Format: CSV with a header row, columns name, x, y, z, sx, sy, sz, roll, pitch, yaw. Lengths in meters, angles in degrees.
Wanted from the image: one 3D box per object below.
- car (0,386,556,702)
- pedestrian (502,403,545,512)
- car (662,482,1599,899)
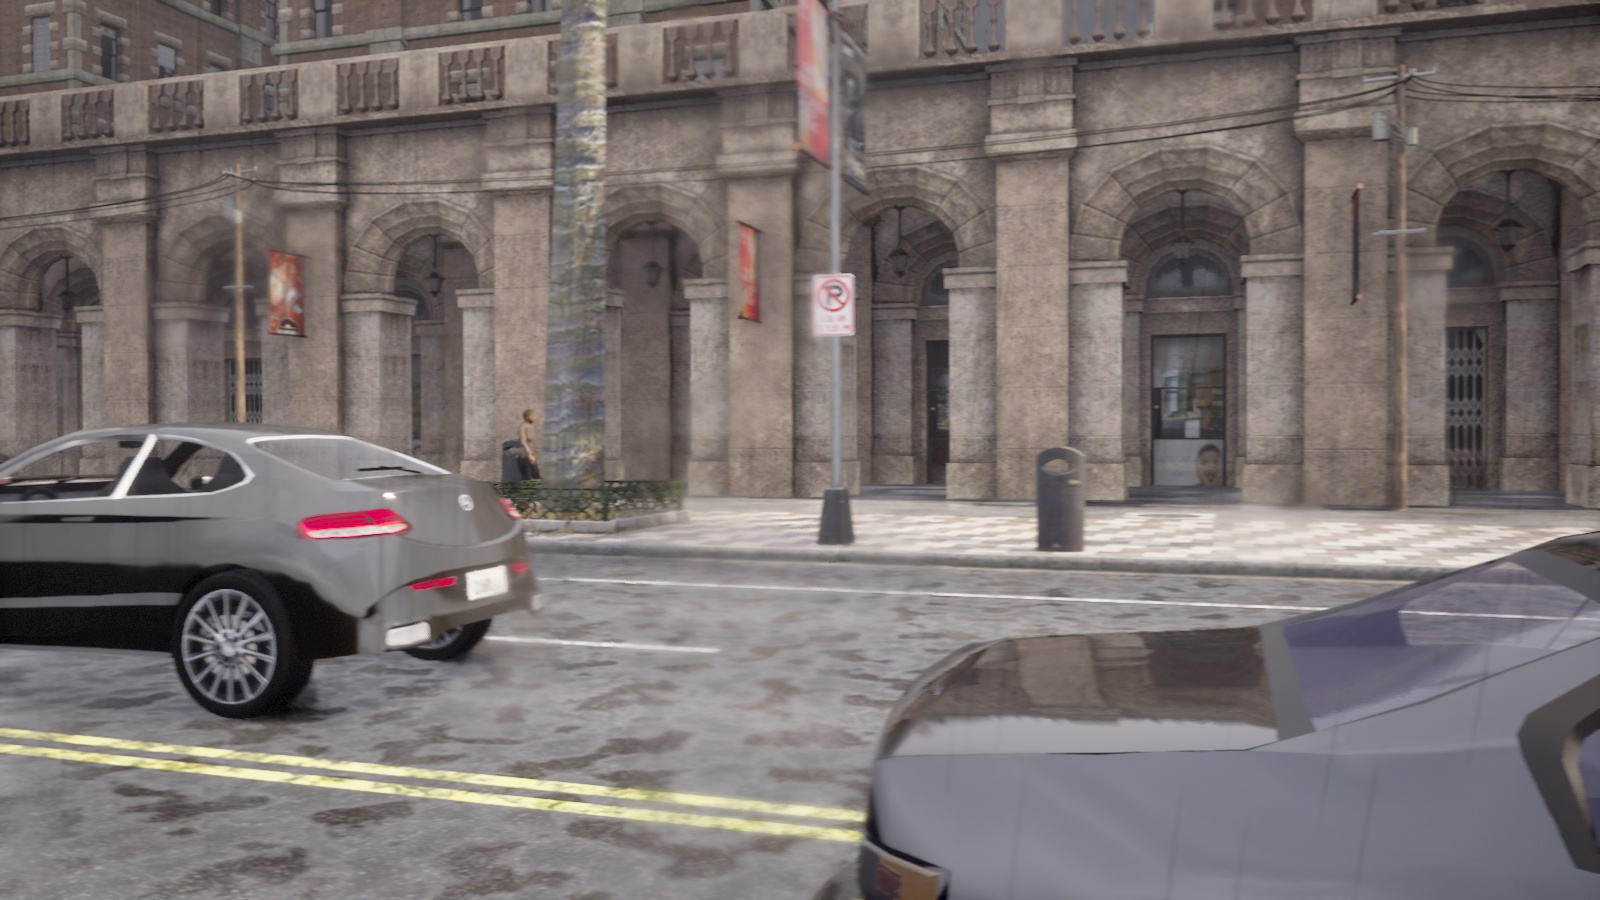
name,x,y,z,sx,sy,sz,roll,pitch,yaw
car,-4.391,0.455,8.360,5.027,1.651,2.152,1,1,19
pedestrian,-4.742,0.120,21.550,0.634,1.846,0.331,0,1,9
car,2.620,0.847,2.313,5.357,1.411,2.033,1,1,19
